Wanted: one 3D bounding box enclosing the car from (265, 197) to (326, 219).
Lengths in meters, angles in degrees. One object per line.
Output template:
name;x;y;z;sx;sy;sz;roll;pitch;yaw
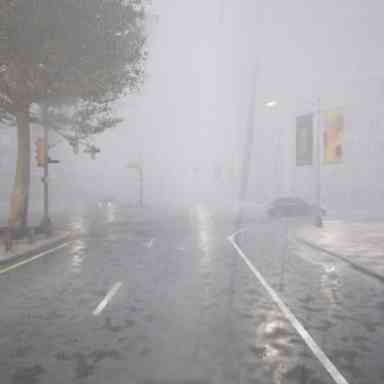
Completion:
car;8.166;1.193;26.347;4.553;1.767;2.097;0;0;0

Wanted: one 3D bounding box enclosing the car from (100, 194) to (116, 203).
car;-15.011;1.147;59.484;1.882;1.535;5.008;0;0;0
